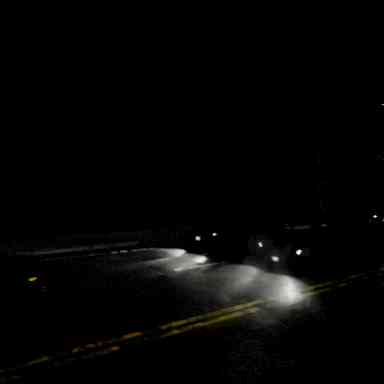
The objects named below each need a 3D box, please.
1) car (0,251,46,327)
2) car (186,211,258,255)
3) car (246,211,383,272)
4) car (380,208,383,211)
[{"bbox_3d":[-4.527,1.442,4.497,4.674,1.442,1.812,0,1,-35],"label":"car"},{"bbox_3d":[1.858,1.452,12.886,4.181,1.385,1.994,0,1,-35],"label":"car"},{"bbox_3d":[4.518,1.477,10.778,5.357,1.411,2.033,0,1,-35],"label":"car"},{"bbox_3d":[13.267,1.413,20.790,4.892,1.490,1.837,0,1,-35],"label":"car"}]
